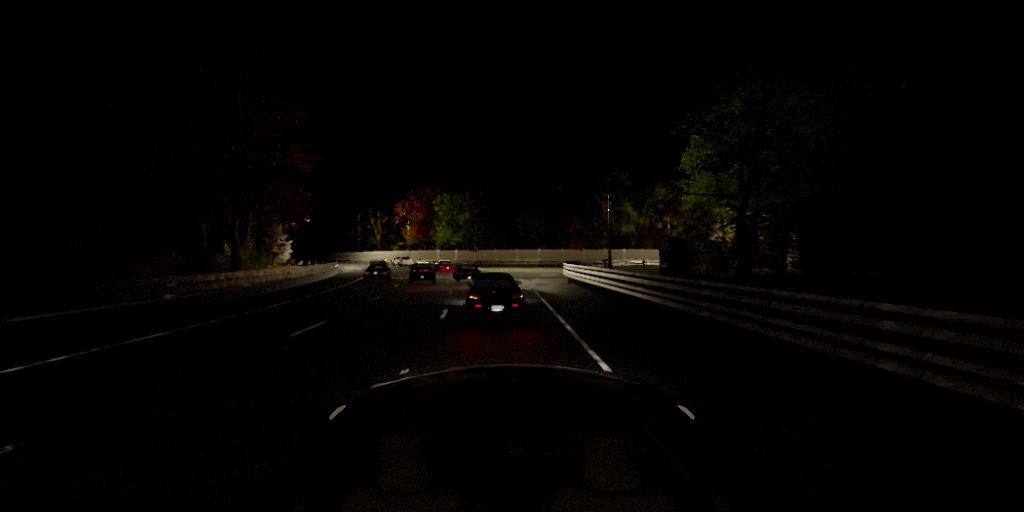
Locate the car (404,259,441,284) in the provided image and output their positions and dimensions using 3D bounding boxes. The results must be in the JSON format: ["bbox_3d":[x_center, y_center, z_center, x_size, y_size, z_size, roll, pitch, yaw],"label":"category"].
[{"bbox_3d":[-6.791,1.243,27.281,2.128,1.511,4.902,0,0,-13],"label":"car"}]

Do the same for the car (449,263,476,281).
[{"bbox_3d":[-3.769,1.342,29.319,1.895,1.301,4.718,0,0,-14],"label":"car"}]

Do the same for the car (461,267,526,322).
[{"bbox_3d":[-0.621,1.270,12.159,1.812,1.442,4.674,0,0,-5],"label":"car"}]

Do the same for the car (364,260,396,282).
[{"bbox_3d":[-10.814,1.309,29.081,2.033,1.411,5.357,0,0,-16],"label":"car"}]

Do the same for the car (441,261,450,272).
[{"bbox_3d":[-7.985,1.308,42.340,1.994,1.385,4.181,0,0,-22],"label":"car"}]
